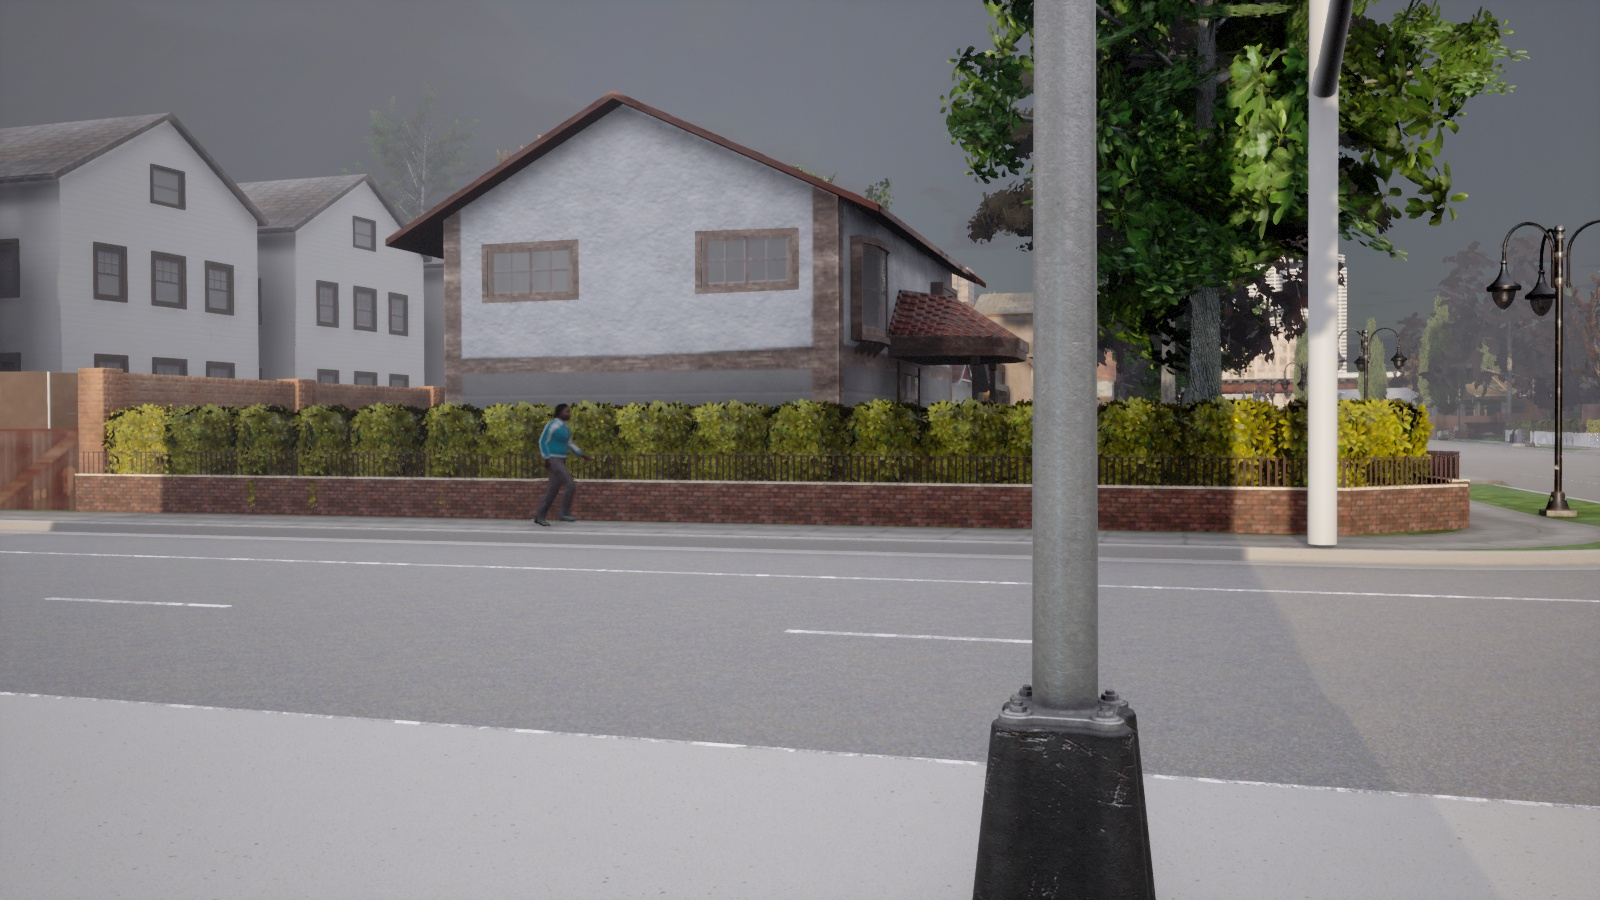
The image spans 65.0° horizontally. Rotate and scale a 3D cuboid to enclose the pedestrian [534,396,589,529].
[{"bbox_3d":[-3.507,0.173,18.466,0.692,1.930,0.396,0,1,16],"label":"pedestrian"}]
